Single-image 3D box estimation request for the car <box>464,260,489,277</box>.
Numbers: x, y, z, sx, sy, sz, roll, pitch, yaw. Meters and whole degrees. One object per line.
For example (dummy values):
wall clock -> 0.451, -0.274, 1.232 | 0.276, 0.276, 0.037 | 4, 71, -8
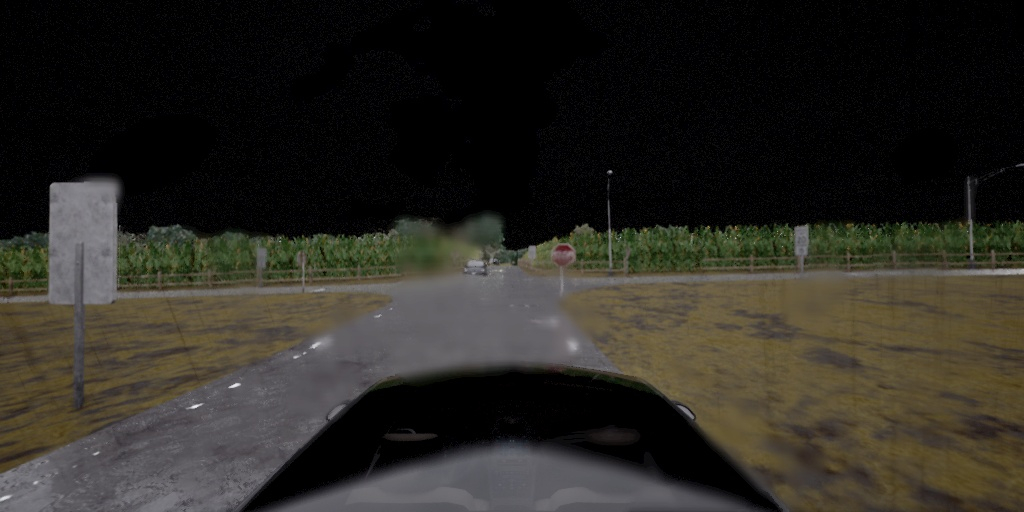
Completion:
car -> -3.101, 1.109, 31.764 | 1.812, 1.442, 4.674 | 0, 1, -1
